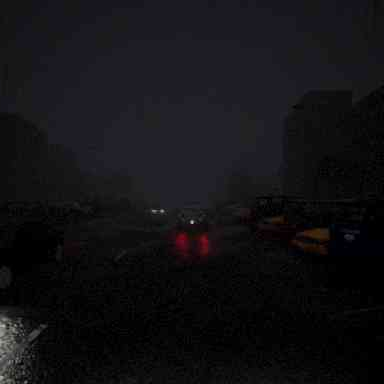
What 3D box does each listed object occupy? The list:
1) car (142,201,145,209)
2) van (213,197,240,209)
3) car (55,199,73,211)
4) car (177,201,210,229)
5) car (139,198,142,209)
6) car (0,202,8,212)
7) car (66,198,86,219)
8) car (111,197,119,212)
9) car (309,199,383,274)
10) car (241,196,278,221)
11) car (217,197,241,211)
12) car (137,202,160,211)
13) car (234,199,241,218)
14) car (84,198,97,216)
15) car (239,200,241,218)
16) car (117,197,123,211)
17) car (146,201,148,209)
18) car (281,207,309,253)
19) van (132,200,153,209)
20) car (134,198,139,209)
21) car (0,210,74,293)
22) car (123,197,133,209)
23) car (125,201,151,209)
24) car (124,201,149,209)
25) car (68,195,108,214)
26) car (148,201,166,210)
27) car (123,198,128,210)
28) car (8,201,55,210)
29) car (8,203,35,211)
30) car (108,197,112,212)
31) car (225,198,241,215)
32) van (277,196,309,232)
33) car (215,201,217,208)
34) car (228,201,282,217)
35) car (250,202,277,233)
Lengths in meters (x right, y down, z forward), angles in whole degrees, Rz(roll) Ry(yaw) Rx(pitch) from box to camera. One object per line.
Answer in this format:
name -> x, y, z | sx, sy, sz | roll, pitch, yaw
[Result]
car -> -11.427, 2.268, 59.433 | 4.792, 1.488, 2.163 | 0, -2, -20
van -> 6.253, 2.028, 59.965 | 4.442, 1.987, 1.878 | 1, -2, -20
car -> -11.511, 1.529, 24.229 | 5.008, 1.535, 2.097 | -1, 0, -20
car -> -0.006, 1.560, 21.961 | 1.812, 1.442, 4.674 | 0, 0, 0
car -> -11.477, 2.185, 56.500 | 4.674, 1.452, 2.002 | 0, -2, -20
car -> -11.452, 1.362, 15.433 | 4.553, 1.767, 2.185 | -1, 0, -20
car -> -11.532, 1.557, 27.161 | 5.008, 1.535, 2.097 | -1, -1, -20
car -> -11.527, 1.722, 38.897 | 4.892, 1.521, 2.231 | -1, -1, -20
car -> 6.395, 1.252, 9.134 | 5.566, 2.045, 2.435 | 1, 0, -20
car -> 6.333, 1.274, 21.115 | 5.566, 2.045, 2.435 | 1, -1, -20
car -> 6.108, 1.724, 38.986 | 5.366, 1.575, 1.946 | 1, -1, -20
car -> -11.157, 3.704, 85.746 | 5.566, 2.045, 2.435 | 1, -6, -19
car -> 6.461, 1.569, 27.150 | 5.366, 1.575, 1.946 | 1, -1, -20
car -> -11.705, 1.586, 30.033 | 5.366, 1.575, 1.946 | -1, 0, -20
car -> 6.471, 1.543, 24.158 | 5.366, 1.575, 1.946 | 1, -1, -20
car -> -11.499, 1.650, 41.838 | 4.553, 1.767, 2.185 | 0, -1, -20
car -> -11.419, 2.479, 65.279 | 5.008, 1.535, 2.097 | 0, -3, -20
car -> 6.177, 1.499, 12.052 | 5.366, 1.575, 1.946 | 1, 0, -20
van -> -11.405, 2.975, 76.933 | 4.442, 1.987, 1.878 | 1, -4, -19
car -> -11.492, 2.100, 53.562 | 4.674, 1.452, 2.002 | 0, -2, -20
car -> -5.119, 1.484, 9.030 | 1.882, 1.535, 5.008 | 0, 0, 0
car -> -11.520, 1.906, 47.695 | 5.008, 1.535, 2.097 | 0, -2, -20
car -> -11.530, 2.795, 71.054 | 5.366, 1.575, 1.946 | 0, -4, -19
car -> -11.391, 2.630, 68.202 | 4.892, 1.521, 2.231 | 0, -3, -20
car -> -11.564, 1.376, 33.017 | 5.566, 2.045, 2.435 | -1, -1, -20
car -> -5.143, 2.088, 52.206 | 2.033, 1.411, 5.357 | 0, -2, 1
car -> -11.495, 1.868, 44.778 | 4.792, 1.488, 2.163 | 0, -2, -20
car -> -11.479, 1.384, 21.299 | 4.553, 1.767, 2.185 | -1, 0, -20
car -> -11.500, 1.536, 18.366 | 4.674, 1.452, 2.002 | -1, 0, -20
car -> -11.529, 1.670, 35.960 | 4.892, 1.521, 2.231 | -1, -1, -20
car -> 6.109, 1.592, 30.014 | 5.366, 1.575, 1.946 | 1, -1, -20
van -> 6.445, 1.282, 15.157 | 4.442, 1.987, 1.878 | 1, 0, -20
car -> 6.297, 1.956, 48.031 | 4.674, 1.452, 2.002 | 1, -2, -20
car -> 6.252, 1.666, 33.055 | 4.792, 1.488, 2.163 | 1, -1, -20
car -> 6.143, 1.508, 18.045 | 5.366, 1.575, 1.946 | 1, 0, -20
